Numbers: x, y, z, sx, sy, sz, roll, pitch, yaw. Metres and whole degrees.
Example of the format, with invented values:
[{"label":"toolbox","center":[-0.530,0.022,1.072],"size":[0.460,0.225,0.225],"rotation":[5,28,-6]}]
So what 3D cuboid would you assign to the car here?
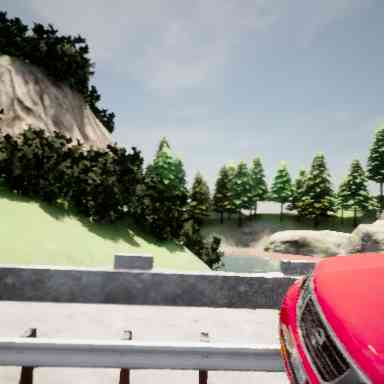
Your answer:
[{"label":"car","center":[3.708,1.355,2.921],"size":[5.566,2.045,2.150],"rotation":[3,21,-3]}]
